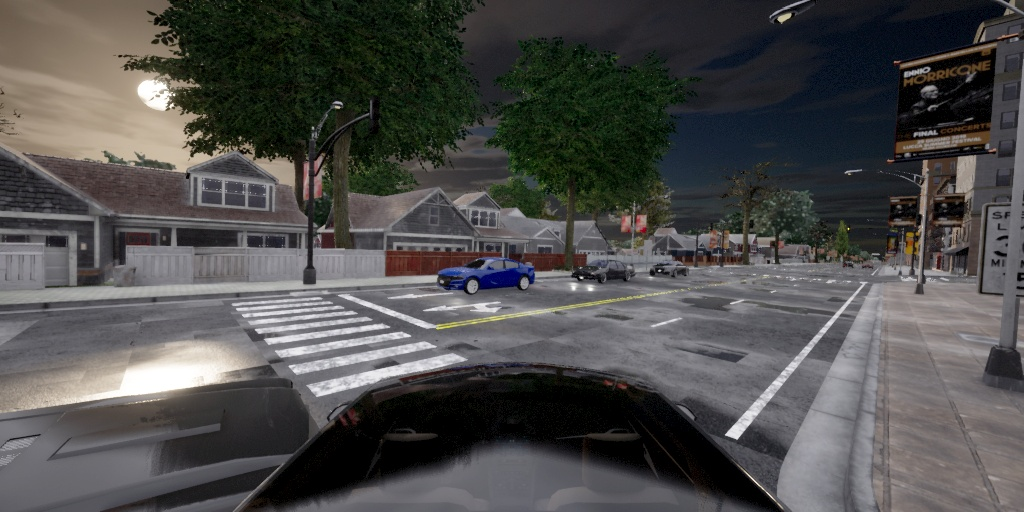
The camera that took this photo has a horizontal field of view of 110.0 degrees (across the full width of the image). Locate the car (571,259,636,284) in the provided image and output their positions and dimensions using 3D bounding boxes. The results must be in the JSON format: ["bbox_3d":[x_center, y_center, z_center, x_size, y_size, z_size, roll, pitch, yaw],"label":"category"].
[{"bbox_3d":[6.114,0.937,23.400,5.357,1.411,2.033,0,2,-44],"label":"car"}]

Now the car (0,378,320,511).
[{"bbox_3d":[-3.314,1.285,1.322,4.718,1.301,1.895,1,2,-34],"label":"car"}]

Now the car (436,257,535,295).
[{"bbox_3d":[-1.073,0.804,16.501,5.008,1.535,1.882,0,2,-44],"label":"car"}]

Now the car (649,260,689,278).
[{"bbox_3d":[13.332,1.019,30.300,4.181,1.385,1.994,1,2,-44],"label":"car"}]
